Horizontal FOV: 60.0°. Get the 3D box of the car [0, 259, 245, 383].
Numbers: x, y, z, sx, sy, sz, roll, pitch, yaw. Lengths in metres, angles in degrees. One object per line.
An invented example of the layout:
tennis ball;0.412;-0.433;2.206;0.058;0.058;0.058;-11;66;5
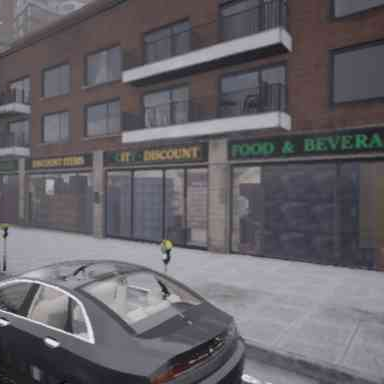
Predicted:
car;-1.511;1.549;4.148;4.403;1.369;2.008;0;1;35
